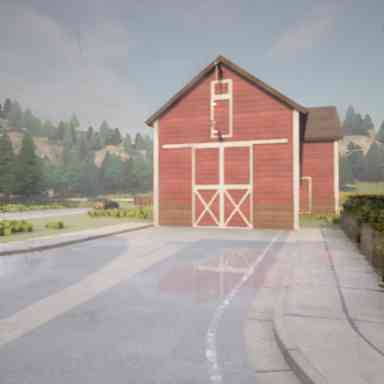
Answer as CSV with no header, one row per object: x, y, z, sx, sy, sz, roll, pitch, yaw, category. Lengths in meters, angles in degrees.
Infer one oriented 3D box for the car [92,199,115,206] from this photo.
-11.218,1.599,43.072,1.816,1.474,4.193,-6,-1,15,car
